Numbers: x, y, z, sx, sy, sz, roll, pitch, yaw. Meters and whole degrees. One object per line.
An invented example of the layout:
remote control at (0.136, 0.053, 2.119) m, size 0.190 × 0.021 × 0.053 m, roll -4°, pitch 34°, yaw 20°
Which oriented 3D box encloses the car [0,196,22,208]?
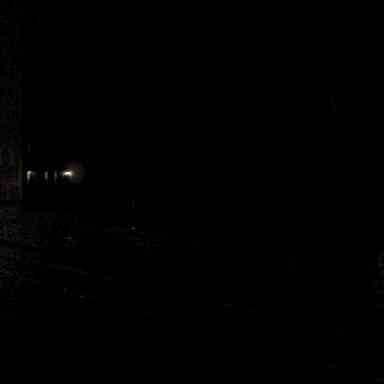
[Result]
car at (-28.178, 1.555, 51.379) m, size 2.192 × 1.841 × 5.009 m, roll -1°, pitch -1°, yaw 36°

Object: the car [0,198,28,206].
car at (-32.379, 1.860, 60.161) m, size 2.008 × 1.369 × 4.403 m, roll -1°, pitch -1°, yaw 36°
